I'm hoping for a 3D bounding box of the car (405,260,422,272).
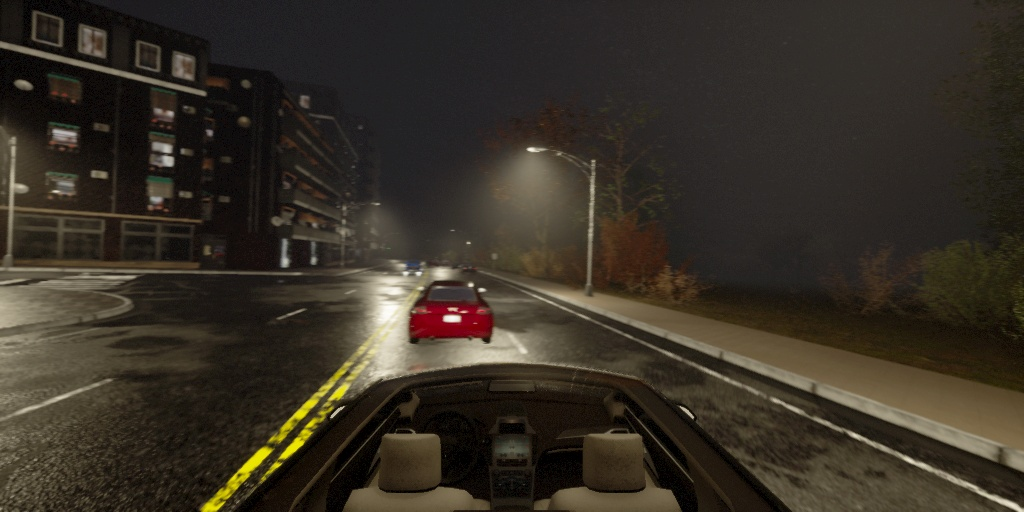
[{"bbox_3d":[-12.831,1.213,46.675,1.882,1.535,5.008,2,-1,-13],"label":"car"}]

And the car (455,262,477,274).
[{"bbox_3d":[-5.522,1.526,44.706,2.033,1.411,5.357,2,-1,-13],"label":"car"}]

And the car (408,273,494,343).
[{"bbox_3d":[-1.646,1.336,9.746,1.994,1.385,4.181,2,-1,-10],"label":"car"}]

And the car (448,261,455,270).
[{"bbox_3d":[-8.696,1.588,57.492,1.895,1.301,4.718,2,-1,-14],"label":"car"}]
